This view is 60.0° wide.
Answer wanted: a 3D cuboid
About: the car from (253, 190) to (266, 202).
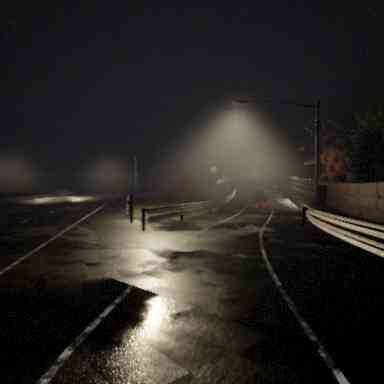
[{"bbox_3d":[11.519,0.934,56.523,1.812,1.442,4.674,0,3,10],"label":"car"}]
